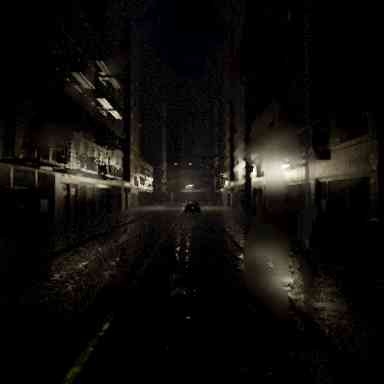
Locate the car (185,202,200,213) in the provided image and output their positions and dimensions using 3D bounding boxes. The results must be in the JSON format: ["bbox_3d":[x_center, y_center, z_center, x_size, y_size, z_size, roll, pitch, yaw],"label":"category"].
[{"bbox_3d":[0.096,2.023,44.532,1.994,1.385,4.181,0,-1,0],"label":"car"}]
